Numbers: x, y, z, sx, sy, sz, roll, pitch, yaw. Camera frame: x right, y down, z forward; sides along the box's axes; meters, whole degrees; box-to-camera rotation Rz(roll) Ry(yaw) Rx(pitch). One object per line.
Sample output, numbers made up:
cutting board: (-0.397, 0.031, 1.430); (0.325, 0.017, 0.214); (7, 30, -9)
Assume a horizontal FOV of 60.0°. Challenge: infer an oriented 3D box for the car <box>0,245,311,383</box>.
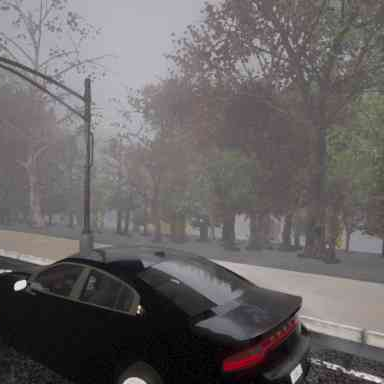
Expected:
car: (-1.046, 1.477, 4.488); (5.008, 1.535, 1.882); (0, 0, 36)
